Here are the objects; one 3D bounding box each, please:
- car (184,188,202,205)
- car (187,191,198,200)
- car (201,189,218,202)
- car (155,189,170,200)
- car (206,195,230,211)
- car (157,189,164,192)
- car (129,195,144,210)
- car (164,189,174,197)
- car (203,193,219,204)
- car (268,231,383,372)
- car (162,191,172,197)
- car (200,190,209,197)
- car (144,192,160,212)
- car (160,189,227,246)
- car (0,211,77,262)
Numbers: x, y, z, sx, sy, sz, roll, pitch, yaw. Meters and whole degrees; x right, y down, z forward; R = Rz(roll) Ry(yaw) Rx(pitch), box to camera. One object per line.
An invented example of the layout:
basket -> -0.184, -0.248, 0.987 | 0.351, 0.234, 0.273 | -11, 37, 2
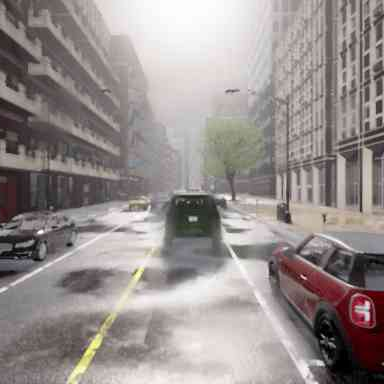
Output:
car -> 0.100, 0.559, 43.728 | 2.150, 2.045, 5.566 | 0, 1, 0
car -> 0.100, 0.579, 61.409 | 1.837, 1.490, 4.892 | 0, 1, 0
car -> 2.612, 0.546, 50.743 | 2.192, 1.841, 5.009 | 1, 1, 0
car -> -5.441, 0.378, 62.112 | 2.192, 1.841, 5.009 | 1, 1, 0
car -> 2.574, 1.035, 33.793 | 2.008, 1.369, 4.403 | 1, 1, 0
car -> -5.444, 0.712, 56.469 | 1.947, 1.339, 4.313 | 1, 1, 0
car -> -5.273, 1.011, 33.715 | 1.752, 1.417, 4.829 | 1, 1, 0
car -> -5.441, 0.133, 79.049 | 2.192, 1.841, 5.009 | 1, 1, 0
car -> 2.575, 0.860, 45.094 | 1.887, 1.381, 4.507 | 1, 1, 0
car -> 2.576, 1.353, 5.532 | 1.967, 1.590, 4.097 | 1, 1, 0
car -> -5.444, 0.465, 73.407 | 1.947, 1.339, 4.313 | 1, 1, 0
car -> 2.704, 0.340, 73.352 | 1.967, 1.590, 4.097 | 1, 1, 0
car -> -2.783, 1.019, 30.930 | 2.128, 1.511, 4.902 | 0, 1, 0
car -> 0.019, 1.000, 14.298 | 2.150, 2.045, 5.566 | 0, 1, -1
car -> -5.279, 1.375, 11.302 | 2.008, 1.369, 4.403 | 1, 1, 0
